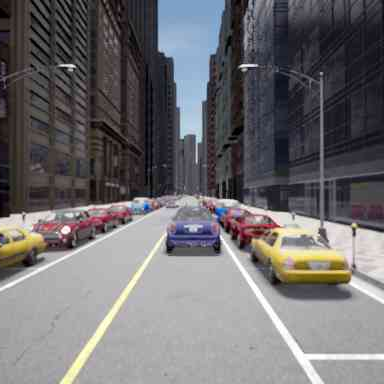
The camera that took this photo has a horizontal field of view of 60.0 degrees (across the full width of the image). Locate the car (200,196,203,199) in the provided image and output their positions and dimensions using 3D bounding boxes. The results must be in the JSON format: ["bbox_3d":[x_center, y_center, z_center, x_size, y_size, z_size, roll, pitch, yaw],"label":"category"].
[{"bbox_3d":[2.762,1.905,59.789,1.887,1.381,4.507,0,0,0],"label":"car"}]

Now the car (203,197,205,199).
[{"bbox_3d":[2.763,1.699,42.983,1.967,1.590,4.097,0,0,0],"label":"car"}]

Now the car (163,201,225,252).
[{"bbox_3d":[0.066,1.438,14.426,2.097,1.767,4.553,0,0,0],"label":"car"}]

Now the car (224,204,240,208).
[{"bbox_3d":[2.764,1.669,20.574,1.887,1.381,4.507,0,0,0],"label":"car"}]

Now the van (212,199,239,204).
[{"bbox_3d":[2.765,1.499,26.177,1.690,1.788,3.998,0,0,0],"label":"van"}]

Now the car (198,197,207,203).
[{"bbox_3d":[2.759,2.086,87.798,2.008,1.369,4.403,0,0,0],"label":"car"}]

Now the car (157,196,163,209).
[{"bbox_3d":[-5.762,1.733,48.574,1.967,1.590,4.097,0,0,0],"label":"car"}]

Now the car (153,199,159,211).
[{"bbox_3d":[-5.763,1.841,42.972,1.802,1.307,4.206,0,0,0],"label":"car"}]

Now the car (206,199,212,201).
[{"bbox_3d":[2.763,1.770,37.381,1.887,1.381,4.507,0,0,0],"label":"car"}]

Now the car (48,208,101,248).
[{"bbox_3d":[-5.760,1.531,14.964,1.967,1.590,4.097,0,0,0],"label":"car"}]

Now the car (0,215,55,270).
[{"bbox_3d":[-5.760,1.581,9.192,1.752,1.417,4.829,0,0,0],"label":"car"}]

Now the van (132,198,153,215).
[{"bbox_3d":[-5.761,1.566,37.372,1.690,1.788,3.998,0,0,0],"label":"van"}]

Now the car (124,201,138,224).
[{"bbox_3d":[-5.761,1.702,26.167,1.887,1.381,4.507,0,0,0],"label":"car"}]

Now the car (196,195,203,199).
[{"bbox_3d":[2.345,1.922,76.636,1.801,1.575,5.366,0,0,0],"label":"car"}]

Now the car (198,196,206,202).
[{"bbox_3d":[2.759,2.011,93.402,1.967,1.590,4.097,0,0,0],"label":"car"}]

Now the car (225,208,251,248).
[{"bbox_3d":[2.765,1.636,14.973,1.887,1.381,4.507,0,0,0],"label":"car"}]

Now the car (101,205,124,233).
[{"bbox_3d":[-5.761,1.669,20.565,1.887,1.381,4.507,0,0,0],"label":"car"}]

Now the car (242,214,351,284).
[{"bbox_3d":[2.765,1.584,9.540,1.752,1.417,4.829,0,0,0],"label":"car"}]

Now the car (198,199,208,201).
[{"bbox_3d":[0.067,1.671,29.714,2.128,1.511,4.902,0,0,0],"label":"car"}]

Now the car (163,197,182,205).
[{"bbox_3d":[-3.082,1.916,52.309,1.895,1.301,4.718,0,0,0],"label":"car"}]
